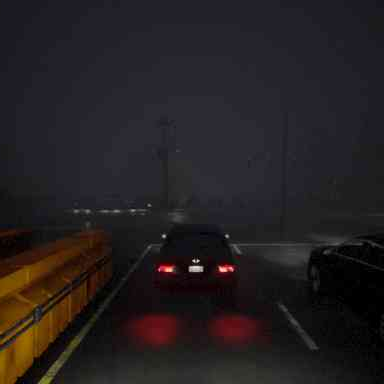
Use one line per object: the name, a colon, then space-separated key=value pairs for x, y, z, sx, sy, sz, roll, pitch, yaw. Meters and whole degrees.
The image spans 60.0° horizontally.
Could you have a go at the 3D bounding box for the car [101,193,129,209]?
car: x=-10.520 y=1.216 z=44.894 sx=2.150 sy=2.045 sz=5.566 roll=0 pitch=0 yaw=0

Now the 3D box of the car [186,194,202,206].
car: x=0.187 y=1.498 z=53.324 sx=1.837 sy=1.490 sz=4.892 roll=0 pitch=0 yaw=0

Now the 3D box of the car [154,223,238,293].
car: x=0.096 y=1.546 z=8.990 sx=2.033 sy=1.411 sz=5.357 roll=0 pitch=0 yaw=0

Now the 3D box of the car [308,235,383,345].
car: x=3.577 y=1.491 z=5.811 sx=2.128 sy=1.511 sz=4.902 roll=0 pitch=0 yaw=0

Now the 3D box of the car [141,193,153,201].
car: x=-10.477 y=1.091 z=77.074 sx=2.033 sy=1.411 sz=5.357 roll=0 pitch=3 yaw=0

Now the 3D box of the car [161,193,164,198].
car: x=-6.974 y=1.115 z=76.366 sx=2.128 sy=1.511 sz=4.902 roll=0 pitch=2 yaw=0

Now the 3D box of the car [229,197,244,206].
car: x=7.186 y=1.557 z=53.741 sx=1.994 sy=1.385 sz=4.181 roll=0 pitch=0 yaw=0

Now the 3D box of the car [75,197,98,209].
car: x=-14.022 y=1.499 z=44.340 sx=1.837 sy=1.490 sz=4.892 roll=0 pitch=0 yaw=0

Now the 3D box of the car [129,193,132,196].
car: x=-13.973 y=0.959 z=75.979 sx=2.097 sy=1.767 sz=4.553 roll=0 pitch=2 yaw=0

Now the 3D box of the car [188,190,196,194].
car: x=-0.020 y=0.149 z=88.119 sx=1.882 sy=1.535 sz=5.008 roll=0 pitch=7 yaw=0

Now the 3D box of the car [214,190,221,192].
car: x=6.979 y=0.127 z=88.563 sx=1.837 sy=1.490 sz=4.892 roll=0 pitch=7 yaw=0

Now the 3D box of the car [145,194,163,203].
car: x=-6.983 y=1.540 z=60.795 sx=2.033 sy=1.411 sz=5.357 roll=0 pitch=0 yaw=0

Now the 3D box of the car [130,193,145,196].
car: x=-10.444 y=1.499 z=66.346 sx=2.033 sy=1.411 sz=5.357 roll=0 pitch=1 yaw=0

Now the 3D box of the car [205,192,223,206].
car: x=3.687 y=1.345 z=52.948 sx=2.097 sy=1.767 sz=4.553 roll=0 pitch=0 yaw=0

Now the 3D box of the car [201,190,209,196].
car: x=3.480 y=0.223 z=88.141 sx=1.994 sy=1.385 sz=4.181 roll=0 pitch=7 yaw=0

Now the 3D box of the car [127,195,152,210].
car: x=-6.938 y=1.542 z=44.221 sx=2.033 sy=1.411 sz=5.357 roll=0 pitch=0 yaw=-2
